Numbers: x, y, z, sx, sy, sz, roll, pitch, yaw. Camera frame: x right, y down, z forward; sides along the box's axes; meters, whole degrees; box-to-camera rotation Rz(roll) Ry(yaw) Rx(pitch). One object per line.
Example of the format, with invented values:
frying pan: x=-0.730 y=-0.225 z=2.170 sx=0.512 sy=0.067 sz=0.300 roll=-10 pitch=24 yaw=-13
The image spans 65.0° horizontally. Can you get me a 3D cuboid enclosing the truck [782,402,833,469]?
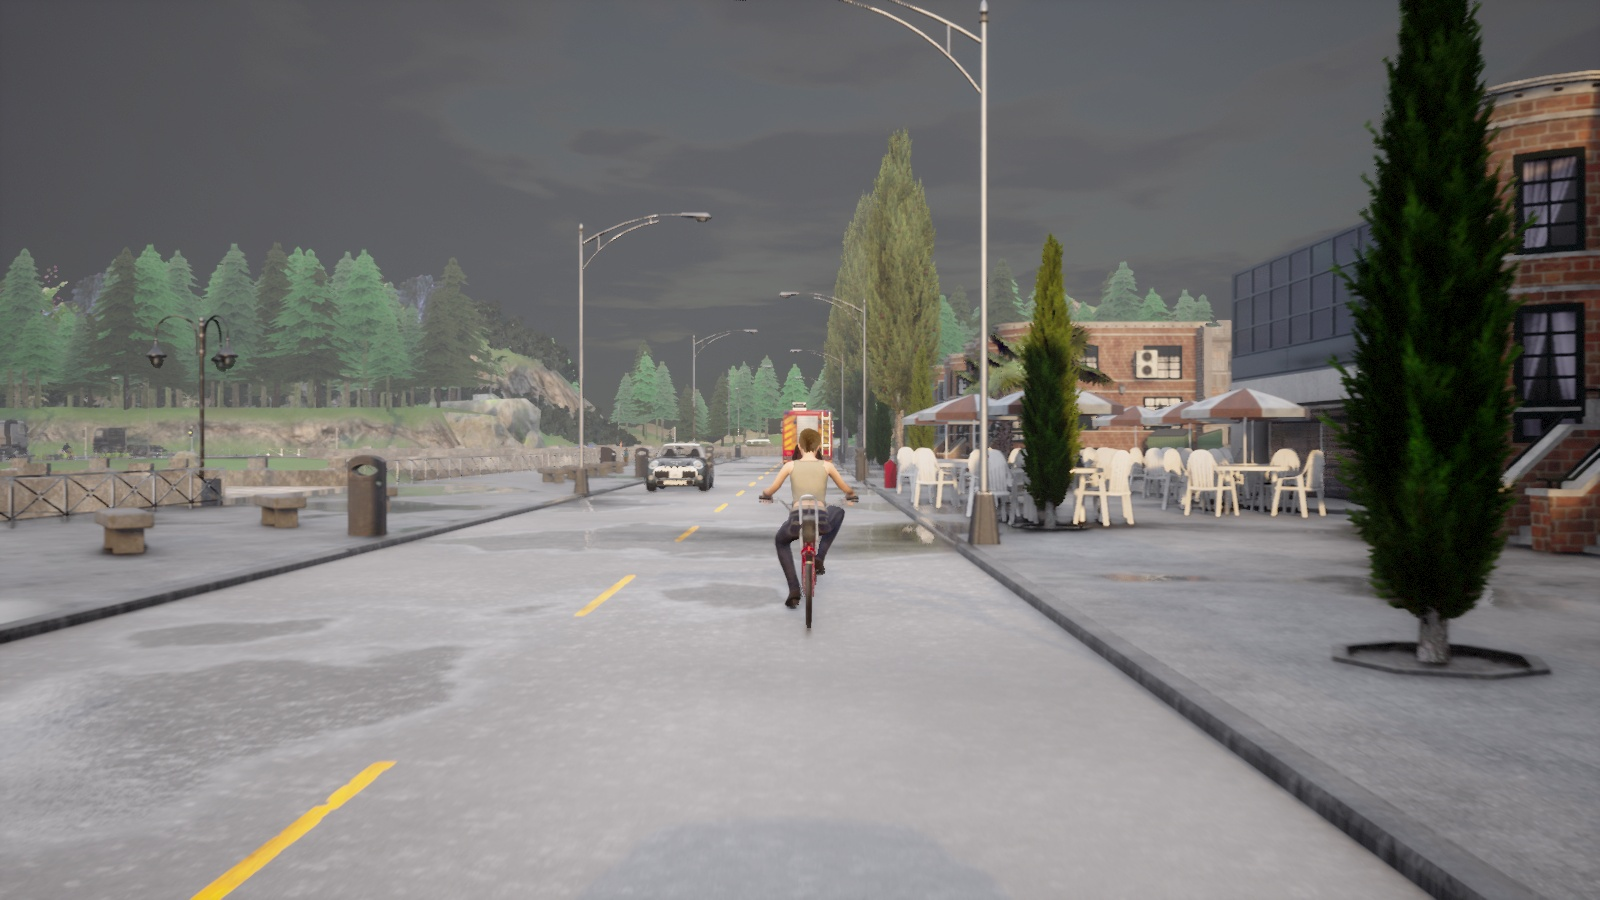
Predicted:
truck: x=0.434 y=-0.843 z=75.399 sx=2.891 sy=3.827 sz=8.468 roll=0 pitch=0 yaw=0

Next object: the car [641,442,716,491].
car: x=-3.764 y=0.486 z=39.604 sx=1.970 sy=1.475 sz=3.806 roll=0 pitch=0 yaw=0

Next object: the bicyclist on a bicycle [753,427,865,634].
bicyclist on a bicycle: x=0.074 y=0.624 z=10.517 sx=0.866 sy=1.612 sz=1.509 roll=0 pitch=0 yaw=0
